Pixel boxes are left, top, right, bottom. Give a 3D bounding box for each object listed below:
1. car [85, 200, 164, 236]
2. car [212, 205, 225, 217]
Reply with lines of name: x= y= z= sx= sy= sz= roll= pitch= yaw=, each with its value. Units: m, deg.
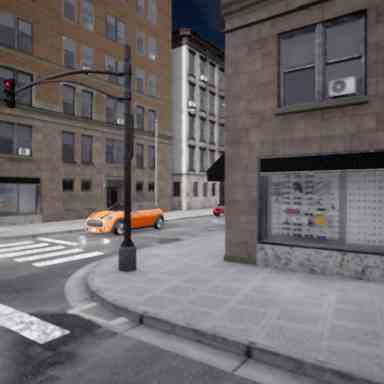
car: x=-3.594 y=1.290 z=18.379 sx=2.097 sy=1.767 sz=4.553 roll=0 pitch=0 yaw=35
car: x=3.644 y=1.485 z=28.576 sx=1.895 sy=1.301 sz=4.718 roll=0 pitch=0 yaw=35
